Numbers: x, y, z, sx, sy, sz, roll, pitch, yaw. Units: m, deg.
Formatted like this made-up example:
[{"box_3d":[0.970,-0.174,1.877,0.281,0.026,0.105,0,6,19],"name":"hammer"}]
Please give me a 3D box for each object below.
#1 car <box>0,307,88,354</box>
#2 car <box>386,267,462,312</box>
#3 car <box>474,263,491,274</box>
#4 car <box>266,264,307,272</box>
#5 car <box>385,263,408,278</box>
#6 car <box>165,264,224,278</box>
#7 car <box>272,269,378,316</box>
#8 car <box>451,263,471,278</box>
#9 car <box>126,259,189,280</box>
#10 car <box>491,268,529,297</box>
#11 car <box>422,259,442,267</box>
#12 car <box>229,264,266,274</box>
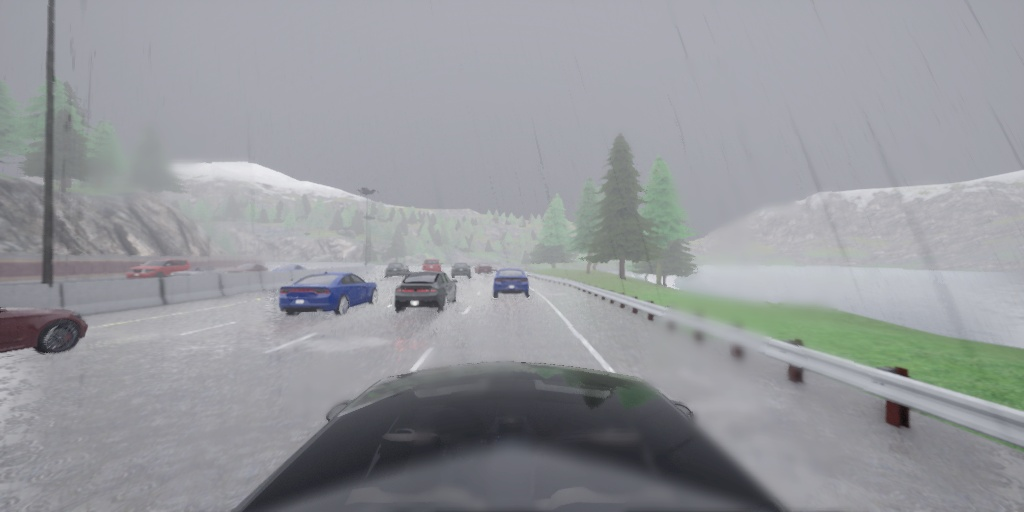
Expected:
[{"box_3d":[-10.401,1.321,6.013,1.812,1.442,4.674,0,0,0],"name":"car"},{"box_3d":[-3.449,1.398,14.989,1.837,1.490,4.892,0,0,-1],"name":"car"},{"box_3d":[-4.128,1.747,50.365,1.882,1.535,5.008,1,-1,-14],"name":"car"},{"box_3d":[-23.301,1.611,37.662,1.882,1.535,5.008,0,0,-10],"name":"car"},{"box_3d":[-12.901,1.514,40.436,2.097,1.767,4.553,0,-1,-10],"name":"car"},{"box_3d":[-29.775,1.696,34.046,1.895,1.301,4.718,0,-1,-9],"name":"car"},{"box_3d":[-6.936,1.360,14.141,1.882,1.535,5.008,0,0,-1],"name":"car"},{"box_3d":[-5.786,1.514,40.449,2.097,1.767,4.553,0,-1,-9],"name":"car"},{"box_3d":[-33.323,1.317,34.151,2.150,2.045,5.566,0,-1,-9],"name":"car"},{"box_3d":[-0.122,1.429,20.624,1.882,1.535,5.008,0,0,-2],"name":"car"},{"box_3d":[-9.773,1.420,43.640,2.150,2.045,5.566,1,-1,-12],"name":"car"},{"box_3d":[-26.650,1.599,36.550,1.882,1.535,5.008,0,-1,-10],"name":"car"}]
